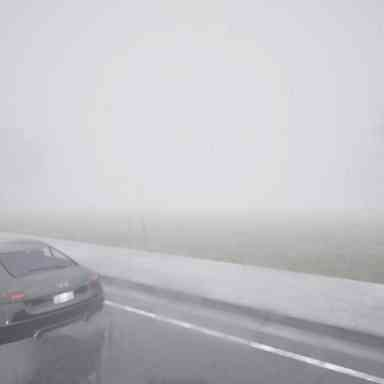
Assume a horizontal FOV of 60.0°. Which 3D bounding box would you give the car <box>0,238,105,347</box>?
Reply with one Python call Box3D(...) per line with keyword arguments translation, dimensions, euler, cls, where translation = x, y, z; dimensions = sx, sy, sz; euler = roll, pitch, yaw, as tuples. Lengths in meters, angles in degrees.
Box3D(translation=(-3.581, 1.579, 6.229), dimensions=(4.181, 1.385, 1.994), euler=(0, 0, 36), cls="car")
